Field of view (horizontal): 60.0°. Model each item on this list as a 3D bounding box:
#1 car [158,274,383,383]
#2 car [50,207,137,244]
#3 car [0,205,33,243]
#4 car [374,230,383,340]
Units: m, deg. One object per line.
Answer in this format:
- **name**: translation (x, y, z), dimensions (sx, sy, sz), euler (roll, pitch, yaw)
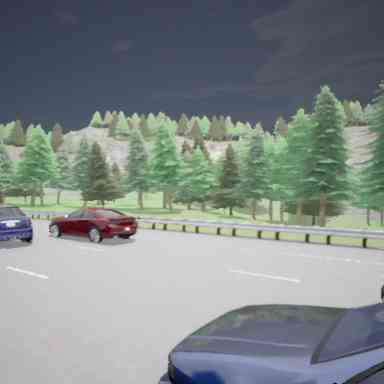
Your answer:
- **car**: translation (2.295, 1.547, 2.357), dimensions (5.357, 1.411, 2.033), euler (0, 0, 35)
- **car**: translation (-4.849, 1.478, 16.042), dimensions (5.008, 1.535, 1.882), euler (0, 0, 35)
- **car**: translation (-9.087, 1.352, 14.768), dimensions (4.553, 1.767, 2.097), euler (0, 0, 35)
- **car**: translation (5.394, 1.477, 4.445), dimensions (5.008, 1.535, 1.882), euler (0, 0, 36)
